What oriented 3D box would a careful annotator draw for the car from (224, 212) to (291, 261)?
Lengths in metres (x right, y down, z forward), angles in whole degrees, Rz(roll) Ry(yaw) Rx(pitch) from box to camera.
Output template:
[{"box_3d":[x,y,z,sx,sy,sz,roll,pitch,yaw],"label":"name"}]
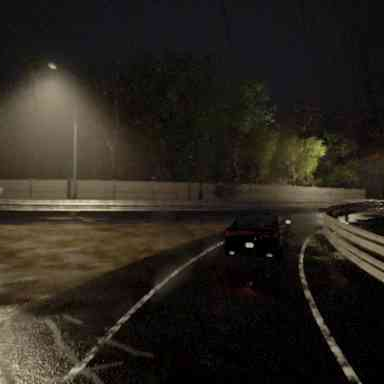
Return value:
[{"box_3d":[2.597,1.478,12.509,1.882,1.535,5.008,0,0,20],"label":"car"}]
